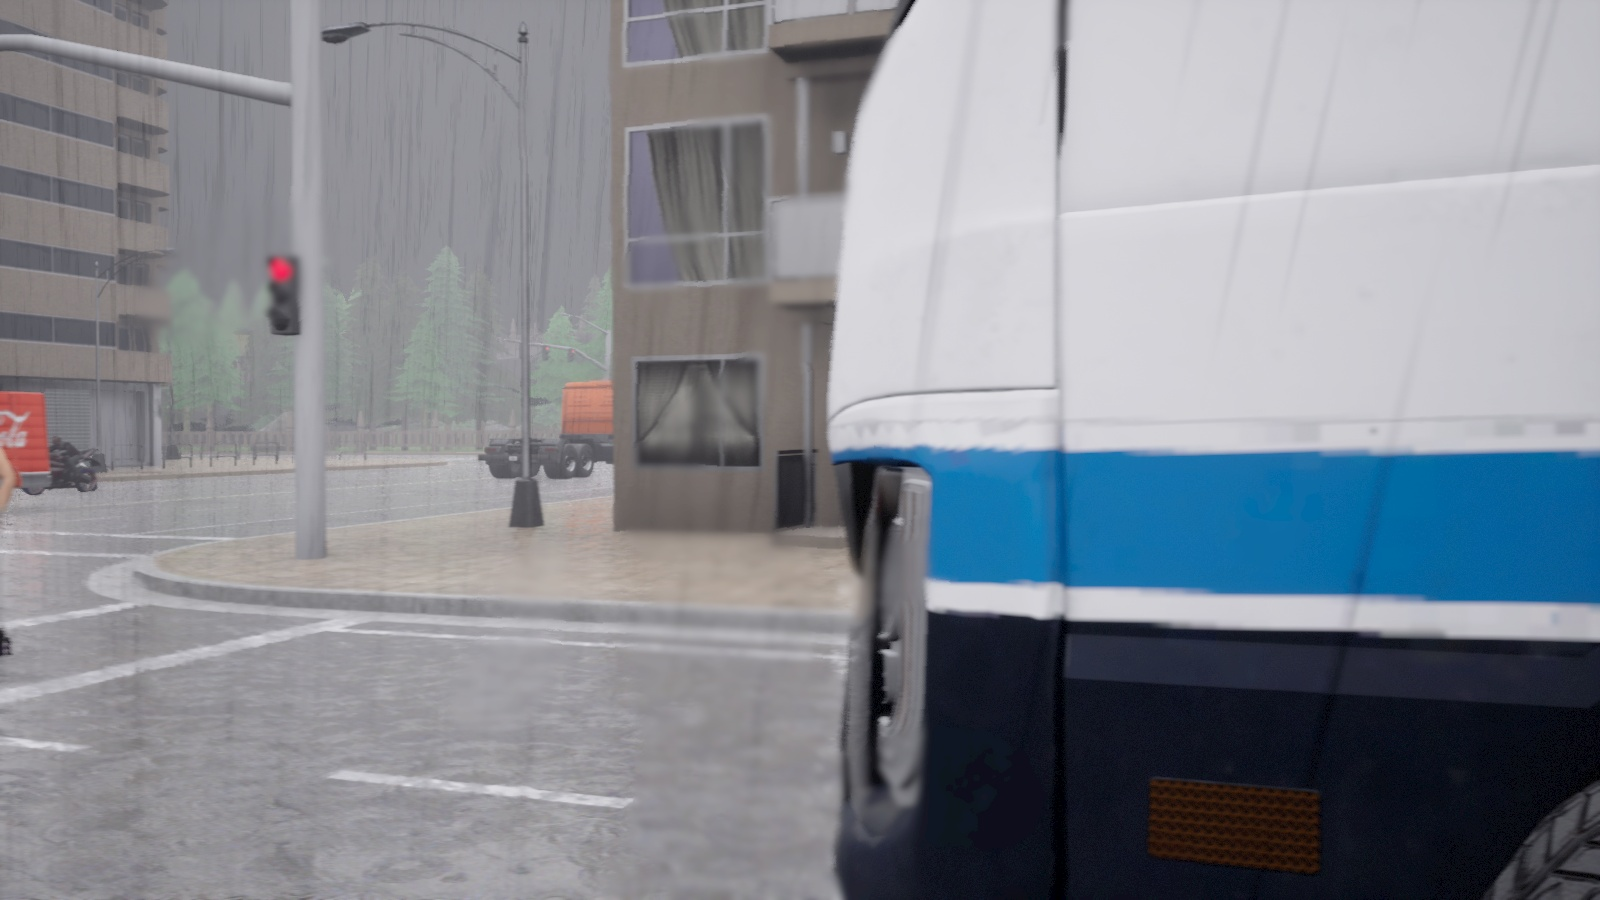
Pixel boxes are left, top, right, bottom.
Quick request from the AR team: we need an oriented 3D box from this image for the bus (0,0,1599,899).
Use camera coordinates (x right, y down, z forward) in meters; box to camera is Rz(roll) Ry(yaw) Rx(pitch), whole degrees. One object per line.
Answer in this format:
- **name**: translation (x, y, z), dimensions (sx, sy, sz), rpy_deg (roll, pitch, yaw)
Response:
- **bus**: translation (4.587, -0.559, 1.639), dimensions (10.273, 4.253, 3.944), rpy_deg (1, 1, 18)

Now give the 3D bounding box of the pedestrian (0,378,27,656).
- **pedestrian**: translation (-5.501, 0.442, 8.276), dimensions (0.345, 1.836, 0.594), rpy_deg (1, 1, 31)

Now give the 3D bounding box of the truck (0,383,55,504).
- **truck**: translation (-17.891, -0.121, 24.618), dimensions (2.627, 2.467, 5.204), rpy_deg (1, 1, 18)

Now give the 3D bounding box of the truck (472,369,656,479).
- **truck**: translation (-7.997, -0.888, 43.912), dimensions (2.891, 3.462, 7.936), rpy_deg (1, 1, 18)

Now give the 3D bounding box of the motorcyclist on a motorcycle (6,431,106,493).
- **motorcyclist on a motorcycle**: translation (-19.097, 0.273, 32.304), dimensions (0.866, 1.530, 2.191), rpy_deg (1, 1, 18)
